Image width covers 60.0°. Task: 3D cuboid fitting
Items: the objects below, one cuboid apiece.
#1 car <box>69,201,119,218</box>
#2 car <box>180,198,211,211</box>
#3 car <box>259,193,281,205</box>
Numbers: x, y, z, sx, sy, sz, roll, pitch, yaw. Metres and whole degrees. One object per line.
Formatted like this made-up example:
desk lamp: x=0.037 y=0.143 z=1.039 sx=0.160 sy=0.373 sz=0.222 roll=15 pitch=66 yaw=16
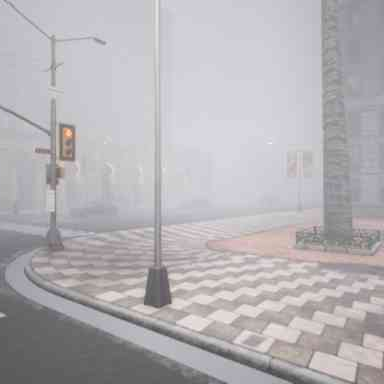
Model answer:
car: x=-8.730 y=1.509 z=29.984 sx=1.812 sy=1.442 sz=4.674 roll=0 pitch=0 yaw=39
car: x=0.495 y=1.487 z=41.635 sx=1.837 sy=1.490 sz=4.892 roll=0 pitch=0 yaw=38
car: x=13.801 y=1.193 z=58.449 sx=2.150 sy=2.045 sz=5.566 roll=0 pitch=0 yaw=38
